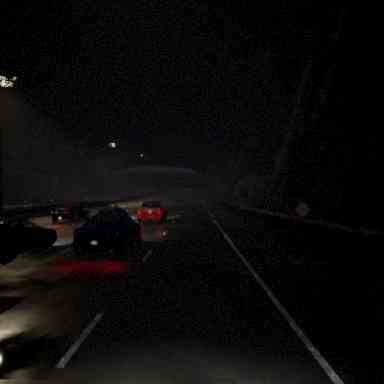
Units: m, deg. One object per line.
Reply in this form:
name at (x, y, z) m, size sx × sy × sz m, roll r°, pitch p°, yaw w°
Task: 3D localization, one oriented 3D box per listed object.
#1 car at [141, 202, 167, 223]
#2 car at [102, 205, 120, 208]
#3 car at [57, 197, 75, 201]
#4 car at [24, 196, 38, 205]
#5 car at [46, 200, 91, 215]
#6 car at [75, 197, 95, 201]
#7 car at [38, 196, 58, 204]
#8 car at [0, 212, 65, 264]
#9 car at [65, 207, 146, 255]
car at (-3.292, 1.585, 28.296) m, size 2.097 × 1.767 × 4.553 m, roll 0°, pitch 0°, yaw 1°
car at (-6.790, 1.808, 28.290) m, size 1.994 × 1.385 × 4.181 m, roll 0°, pitch 0°, yaw 1°
car at (-24.038, 1.662, 65.221) m, size 1.812 × 1.442 × 4.674 m, roll 0°, pitch 1°, yaw 0°
car at (-31.037, 1.657, 65.274) m, size 1.837 × 1.490 × 4.892 m, roll 0°, pitch 1°, yaw 0°
car at (-10.291, 1.760, 28.424) m, size 1.837 × 1.490 × 4.892 m, roll 0°, pitch 0°, yaw 1°
car at (-20.538, 1.669, 65.206) m, size 2.033 × 1.411 × 5.357 m, roll 0°, pitch 1°, yaw 0°
car at (-27.538, 1.502, 65.276) m, size 2.097 × 1.767 × 4.553 m, roll 0°, pitch 1°, yaw 0°
car at (-6.926, 1.702, 12.419) m, size 2.033 × 1.411 × 5.357 m, roll 0°, pitch -1°, yaw 1°
car at (-3.393, 1.638, 14.129) m, size 1.882 × 1.535 × 5.008 m, roll 0°, pitch 0°, yaw 1°
